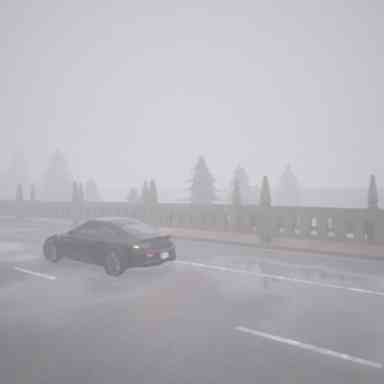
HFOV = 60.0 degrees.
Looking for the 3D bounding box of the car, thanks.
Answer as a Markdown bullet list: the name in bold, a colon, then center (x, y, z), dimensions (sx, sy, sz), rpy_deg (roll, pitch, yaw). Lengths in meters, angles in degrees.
- **car**: center (-2.593, 1.498, 10.145), dimensions (4.674, 1.442, 1.812), rpy_deg (0, 0, 36)
